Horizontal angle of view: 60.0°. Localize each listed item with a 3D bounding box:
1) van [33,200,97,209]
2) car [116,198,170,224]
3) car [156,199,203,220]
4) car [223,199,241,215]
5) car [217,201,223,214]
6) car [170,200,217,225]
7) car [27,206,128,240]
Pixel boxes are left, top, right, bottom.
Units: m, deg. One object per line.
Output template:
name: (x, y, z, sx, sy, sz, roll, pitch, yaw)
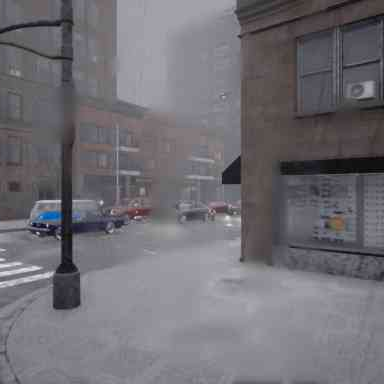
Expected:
van: (-7.526, 1.358, 19.736, 1.690, 1.788, 3.998, 0, 0, 36)
car: (-4.248, 1.337, 24.272, 2.192, 1.841, 5.009, 0, 0, 36)
car: (-0.971, 1.466, 28.808, 1.967, 1.590, 4.097, 0, 0, 36)
car: (5.354, 1.383, 32.836, 2.097, 1.767, 4.553, 0, 0, 36)
car: (2.307, 1.575, 33.343, 1.887, 1.381, 4.507, 0, 0, 36)
car: (-0.418, 1.529, 24.862, 1.837, 1.490, 4.892, 0, 0, 36)
car: (-5.889, 1.617, 17.332, 1.895, 1.301, 4.718, 0, 0, 37)
